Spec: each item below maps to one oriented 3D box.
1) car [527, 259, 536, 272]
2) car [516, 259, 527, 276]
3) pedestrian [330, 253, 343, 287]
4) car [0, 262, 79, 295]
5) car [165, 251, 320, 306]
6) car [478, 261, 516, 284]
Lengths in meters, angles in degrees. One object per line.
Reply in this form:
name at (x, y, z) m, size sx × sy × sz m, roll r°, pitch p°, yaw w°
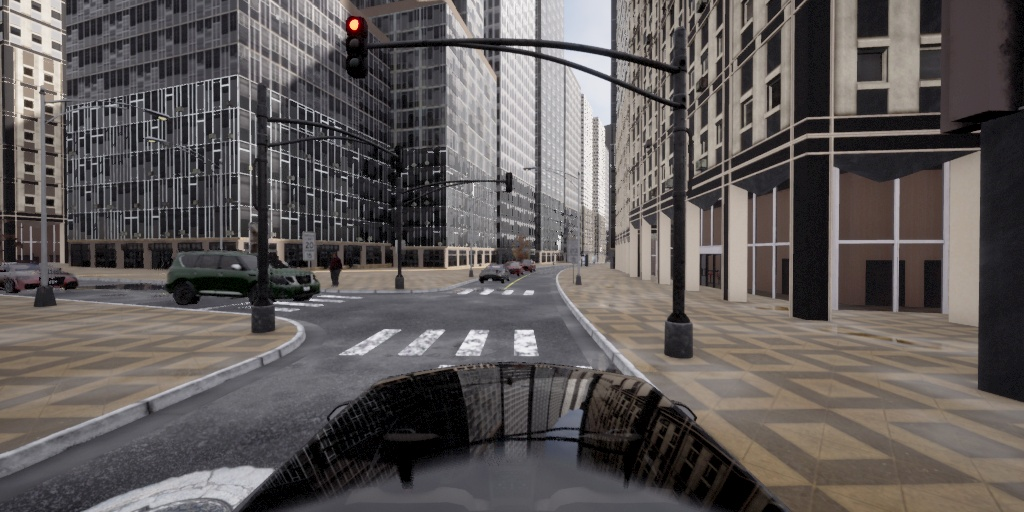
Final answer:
car at (1.878, 1.220, 47.533) m, size 2.097 × 1.767 × 4.553 m, roll 0°, pitch 0°, yaw 11°
car at (0.127, 1.297, 37.804) m, size 1.882 × 1.535 × 5.008 m, roll 0°, pitch 0°, yaw 9°
pedestrian at (-9.580, 0.716, 19.426) m, size 0.375 × 1.860 × 0.375 m, roll 0°, pitch 0°, yaw 16°
car at (-23.380, 1.016, 17.322) m, size 4.181 × 1.385 × 1.994 m, roll 1°, pitch 1°, yaw 16°
car at (-10.526, 0.850, 14.100) m, size 5.566 × 2.045 × 2.150 m, roll 1°, pitch 1°, yaw 10°
car at (-1.224, 1.331, 28.096) m, size 2.033 × 1.411 × 5.357 m, roll 0°, pitch 0°, yaw 7°
